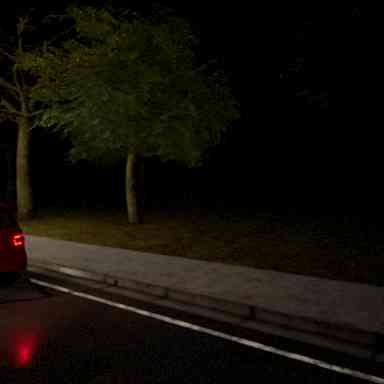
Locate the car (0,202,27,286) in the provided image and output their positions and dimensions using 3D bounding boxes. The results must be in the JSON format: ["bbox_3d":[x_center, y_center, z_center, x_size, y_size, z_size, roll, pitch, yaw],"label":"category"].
[{"bbox_3d":[-6.289,1.214,8.155,5.566,2.045,2.150,0,0,35],"label":"car"}]
